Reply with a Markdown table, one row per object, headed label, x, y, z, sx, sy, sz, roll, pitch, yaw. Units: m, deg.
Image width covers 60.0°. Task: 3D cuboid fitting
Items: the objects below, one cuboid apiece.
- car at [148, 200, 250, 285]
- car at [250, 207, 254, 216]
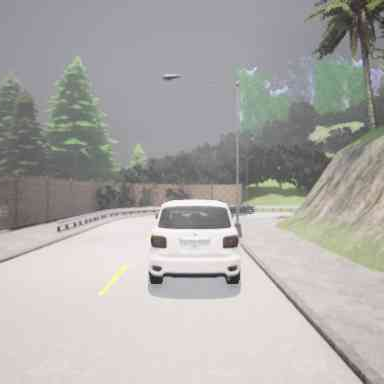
| label | x | y | z | sx | sy | sz | roll | pitch | yaw |
| --- | --- | --- | --- | --- | --- | --- | --- | --- | --- |
| car | 0.067 | 1.227 | 9.622 | 2.150 | 2.045 | 5.566 | 0 | 0 | 0 |
| car | 3.574 | 1.619 | 30.800 | 4.718 | 1.301 | 1.895 | 0 | 0 | -36 |
